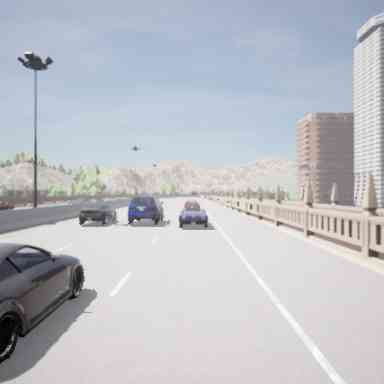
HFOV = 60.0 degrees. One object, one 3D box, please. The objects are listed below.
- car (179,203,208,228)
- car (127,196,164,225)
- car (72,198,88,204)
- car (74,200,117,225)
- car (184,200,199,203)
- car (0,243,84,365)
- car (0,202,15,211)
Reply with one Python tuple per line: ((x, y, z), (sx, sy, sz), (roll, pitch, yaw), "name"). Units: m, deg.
((0.097, 1.666, 22.959), (1.895, 1.301, 4.718), (0, 0, 0), "car")
((-3.406, 1.293, 25.096), (2.150, 2.045, 5.566), (0, 0, 0), "car")
((-18.006, 1.723, 54.467), (2.033, 1.411, 5.357), (0, 0, -2), "car")
((-6.907, 1.575, 24.794), (1.837, 1.490, 4.892), (0, 0, 0), "car")
((-0.042, 1.678, 40.390), (1.994, 1.385, 4.181), (0, 0, -1), "car")
((-3.400, 1.581, 5.812), (1.994, 1.385, 4.181), (0, 0, 0), "car")
((-21.114, 1.703, 35.776), (1.895, 1.301, 4.718), (0, 0, 0), "car")
